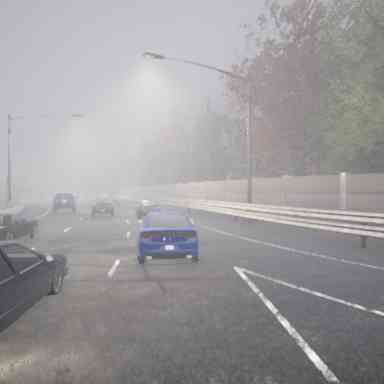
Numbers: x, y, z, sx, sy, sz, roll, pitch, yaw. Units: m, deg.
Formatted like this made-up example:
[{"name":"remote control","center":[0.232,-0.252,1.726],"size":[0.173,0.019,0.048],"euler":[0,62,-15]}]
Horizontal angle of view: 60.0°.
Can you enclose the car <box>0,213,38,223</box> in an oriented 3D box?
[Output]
[{"name":"car","center":[-8.115,1.553,14.095],"size":[1.895,1.301,4.718],"euler":[0,0,-8]}]

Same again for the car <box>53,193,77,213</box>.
[{"name":"car","center":[-13.471,1.082,35.301],"size":[2.150,2.045,5.566],"euler":[0,0,-19]}]

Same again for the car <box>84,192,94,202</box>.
[{"name":"car","center":[-20.007,1.212,65.383],"size":[1.994,1.385,4.181],"euler":[0,0,-23]}]

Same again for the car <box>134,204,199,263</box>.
[{"name":"car","center":[-0.919,1.419,11.914],"size":[1.882,1.535,5.008],"euler":[0,0,-6]}]

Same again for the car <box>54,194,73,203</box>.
[{"name":"car","center":[-24.697,1.194,63.810],"size":[2.128,1.511,4.902],"euler":[0,0,-39]}]

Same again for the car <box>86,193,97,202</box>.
[{"name":"car","center":[-17.141,1.349,59.445],"size":[1.895,1.301,4.718],"euler":[0,0,-26]}]

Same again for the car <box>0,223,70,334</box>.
[{"name":"car","center":[-3.668,1.530,5.464],"size":[2.033,1.411,5.357],"euler":[0,0,-4]}]

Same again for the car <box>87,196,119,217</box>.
[{"name":"car","center":[-8.134,1.362,30.188],"size":[2.128,1.511,4.902],"euler":[0,0,-17]}]

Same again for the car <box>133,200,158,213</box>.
[{"name":"car","center":[-3.652,1.364,27.090],"size":[2.128,1.511,4.902],"euler":[0,0,-14]}]

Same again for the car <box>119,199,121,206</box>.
[{"name":"car","center":[-12.034,1.332,49.435],"size":[2.033,1.411,5.357],"euler":[0,0,-27]}]
